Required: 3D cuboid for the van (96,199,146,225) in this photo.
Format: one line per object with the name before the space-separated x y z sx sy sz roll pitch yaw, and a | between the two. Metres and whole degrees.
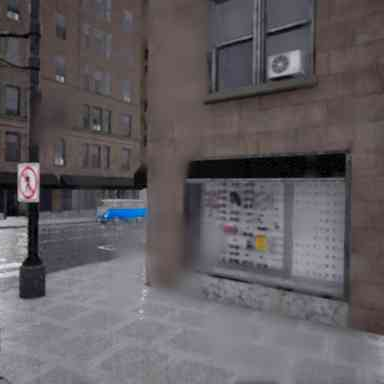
van | -5.194 1.440 24.676 1.690 1.788 3.998 0 -1 35
